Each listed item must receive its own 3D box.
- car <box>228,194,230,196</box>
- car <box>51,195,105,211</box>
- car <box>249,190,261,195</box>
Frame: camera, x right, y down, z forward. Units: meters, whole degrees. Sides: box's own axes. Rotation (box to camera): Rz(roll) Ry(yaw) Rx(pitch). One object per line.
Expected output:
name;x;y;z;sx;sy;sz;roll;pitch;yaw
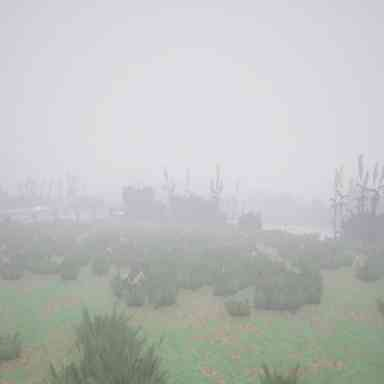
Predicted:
car;4.324;0.914;46.506;1.812;1.442;4.674;0;-2;44
car;-10.360;1.095;30.456;1.837;1.490;4.892;0;3;41
car;10.224;0.764;47.494;2.150;2.045;5.566;0;-2;44
